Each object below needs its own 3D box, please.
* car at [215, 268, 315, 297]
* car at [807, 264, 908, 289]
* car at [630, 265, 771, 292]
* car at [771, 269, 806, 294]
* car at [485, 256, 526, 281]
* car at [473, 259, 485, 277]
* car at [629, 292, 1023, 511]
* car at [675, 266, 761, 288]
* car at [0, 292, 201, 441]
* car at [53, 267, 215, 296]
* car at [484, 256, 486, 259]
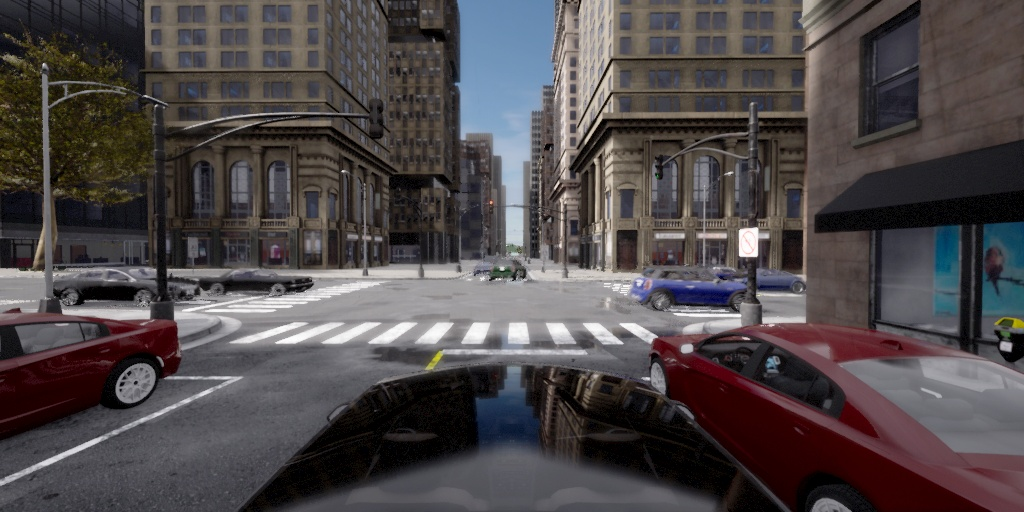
[{"bbox_3d":[-12.558,1.279,17.834,4.718,1.301,1.895,0,1,1],"label":"car"},{"bbox_3d":[23.178,1.355,24.202,5.008,1.535,1.882,0,1,0],"label":"car"},{"bbox_3d":[7.228,1.217,14.406,4.553,1.767,2.097,2,1,1],"label":"car"},{"bbox_3d":[14.643,1.417,21.033,4.181,1.385,1.994,0,1,1],"label":"car"},{"bbox_3d":[-0.238,1.046,28.753,2.097,1.767,4.553,0,-1,14],"label":"car"},{"bbox_3d":[-2.794,1.286,36.185,2.033,1.411,5.357,0,0,0],"label":"car"},{"bbox_3d":[2.771,1.294,3.333,1.888,1.381,4.507,0,0,0],"label":"car"},{"bbox_3d":[13.819,1.399,24.292,4.718,1.301,1.895,0,1,1],"label":"car"},{"bbox_3d":[-5.755,1.294,3.404,1.888,1.381,4.507,0,0,0],"label":"car"},{"bbox_3d":[-15.534,1.193,14.609,4.902,1.511,2.128,0,1,1],"label":"car"},{"bbox_3d":[-2.695,0.957,46.371,2.150,2.045,5.566,0,0,1],"label":"car"}]
